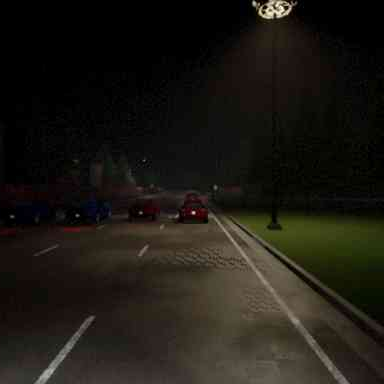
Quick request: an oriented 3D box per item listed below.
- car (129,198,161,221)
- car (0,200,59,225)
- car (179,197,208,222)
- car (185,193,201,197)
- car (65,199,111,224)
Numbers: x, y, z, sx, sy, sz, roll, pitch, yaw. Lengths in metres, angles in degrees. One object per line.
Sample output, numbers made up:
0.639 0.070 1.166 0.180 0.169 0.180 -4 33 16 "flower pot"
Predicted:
-3.402 1.205 24.610 1.882 1.535 5.008 0 1 0 "car"
-10.401 1.236 21.737 1.882 1.535 5.008 0 1 0 "car"
0.099 1.303 23.555 1.994 1.385 4.181 0 1 0 "car"
0.128 0.867 43.770 2.097 1.767 4.553 0 1 0 "car"
-6.901 1.228 22.540 1.882 1.535 5.008 0 1 0 "car"
